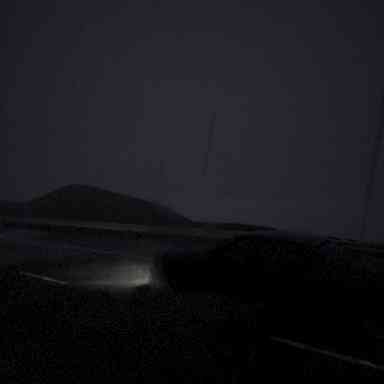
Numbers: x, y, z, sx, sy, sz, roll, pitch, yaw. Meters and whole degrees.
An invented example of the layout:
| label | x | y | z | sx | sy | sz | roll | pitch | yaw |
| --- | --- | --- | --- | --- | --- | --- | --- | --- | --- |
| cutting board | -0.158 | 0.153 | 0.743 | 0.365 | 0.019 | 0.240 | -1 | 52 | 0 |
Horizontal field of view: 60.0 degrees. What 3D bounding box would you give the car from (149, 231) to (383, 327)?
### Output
| label | x | y | z | sx | sy | sz | roll | pitch | yaw |
| --- | --- | --- | --- | --- | --- | --- | --- | --- | --- |
| car | 1.610 | 1.559 | 7.065 | 5.357 | 1.411 | 2.033 | 0 | 0 | 35 |
